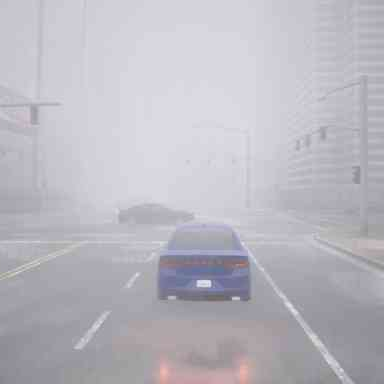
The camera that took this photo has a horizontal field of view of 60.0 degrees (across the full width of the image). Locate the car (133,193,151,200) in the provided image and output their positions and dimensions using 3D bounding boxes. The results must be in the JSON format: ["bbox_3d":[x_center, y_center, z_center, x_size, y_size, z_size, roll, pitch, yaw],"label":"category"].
[{"bbox_3d":[-8.840,1.221,55.477,2.150,2.045,5.566,0,0,2],"label":"car"}]

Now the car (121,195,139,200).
[{"bbox_3d":[-9.150,1.564,46.134,1.994,1.385,4.181,0,0,2],"label":"car"}]

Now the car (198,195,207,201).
[{"bbox_3d":[2.749,1.524,86.160,1.812,1.442,4.674,0,0,2],"label":"car"}]

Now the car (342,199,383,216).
[{"bbox_3d":[17.221,1.505,32.294,4.892,1.490,1.837,0,0,2],"label":"car"}]

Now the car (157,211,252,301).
[{"bbox_3d":[0.306,1.478,8.383,1.882,1.535,5.008,0,0,2],"label":"car"}]

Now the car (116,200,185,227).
[{"bbox_3d":[-2.369,1.477,22.120,5.008,1.535,1.882,0,0,2],"label":"car"}]

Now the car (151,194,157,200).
[{"bbox_3d":[-8.431,1.547,66.158,2.033,1.411,5.357,0,0,3],"label":"car"}]
